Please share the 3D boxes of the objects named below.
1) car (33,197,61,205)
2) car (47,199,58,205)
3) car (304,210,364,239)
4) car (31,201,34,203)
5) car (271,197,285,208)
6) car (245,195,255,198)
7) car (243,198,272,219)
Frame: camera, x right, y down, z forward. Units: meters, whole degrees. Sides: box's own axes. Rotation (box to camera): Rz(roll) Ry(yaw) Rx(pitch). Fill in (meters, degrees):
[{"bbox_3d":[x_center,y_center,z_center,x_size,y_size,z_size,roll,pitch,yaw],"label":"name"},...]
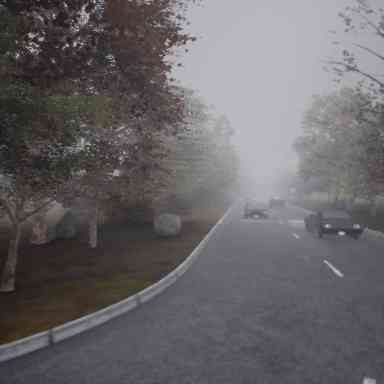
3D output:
[{"bbox_3d":[-30.223,1.895,69.528,4.892,1.521,2.231,0,0,9],"label":"car"},{"bbox_3d":[-30.676,1.654,66.790,5.566,2.045,2.435,0,0,9],"label":"car"},{"bbox_3d":[7.183,1.596,17.380,1.895,1.301,4.718,0,0,9],"label":"car"},{"bbox_3d":[-31.509,1.928,61.302,5.008,1.535,2.097,0,0,9],"label":"car"},{"bbox_3d":[11.742,1.371,46.244,1.882,1.535,5.008,0,0,9],"label":"car"},{"bbox_3d":[11.959,1.288,68.948,2.033,1.411,5.357,0,0,9],"label":"car"},{"bbox_3d":[5.452,1.489,28.612,2.033,1.411,5.357,0,0,9],"label":"car"}]
